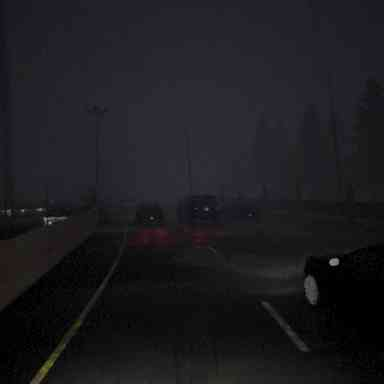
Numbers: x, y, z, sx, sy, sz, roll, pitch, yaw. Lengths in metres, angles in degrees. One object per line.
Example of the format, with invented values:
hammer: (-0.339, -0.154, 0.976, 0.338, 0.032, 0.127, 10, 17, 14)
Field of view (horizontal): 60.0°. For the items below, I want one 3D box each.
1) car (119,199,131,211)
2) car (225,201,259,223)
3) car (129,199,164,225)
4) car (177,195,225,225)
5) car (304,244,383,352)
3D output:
car: (-8.069, 1.590, 41.993, 2.033, 1.411, 5.357, 0, 0, -16)
car: (3.539, 1.480, 26.017, 1.882, 1.535, 5.008, 0, 0, -13)
car: (-3.193, 1.512, 24.121, 2.128, 1.511, 4.902, 0, 0, -13)
car: (0.339, 1.232, 24.491, 2.150, 2.045, 5.566, 0, 0, -13)
car: (3.293, 1.471, 4.833, 1.882, 1.535, 5.008, 0, 0, -3)
